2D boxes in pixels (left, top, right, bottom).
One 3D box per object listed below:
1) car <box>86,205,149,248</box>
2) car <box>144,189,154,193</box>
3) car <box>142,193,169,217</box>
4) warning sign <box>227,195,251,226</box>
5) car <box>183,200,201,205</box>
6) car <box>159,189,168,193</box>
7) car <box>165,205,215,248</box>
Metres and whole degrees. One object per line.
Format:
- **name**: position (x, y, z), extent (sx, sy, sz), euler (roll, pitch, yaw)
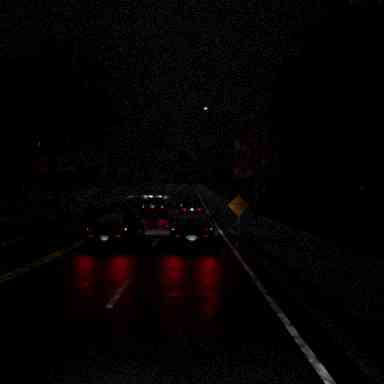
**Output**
- **car**: position (-3.250, 1.531, 14.649), extent (1.812, 1.442, 4.674), euler (0, 0, 0)
- **car**: position (-9.750, -0.038, 75.981), extent (2.033, 1.411, 5.357), euler (0, 2, 0)
- **car**: position (-3.250, 1.245, 29.608), extent (2.097, 1.767, 4.553), euler (0, 1, 0)
- **warning sign**: position (2.842, 1.095, 20.215), extent (1.300, 1.860, 1.060), euler (0, 0, 0)
- **car**: position (0.000, 1.442, 29.641), extent (2.033, 1.411, 5.357), euler (0, 1, 0)
- **car**: position (-6.500, -0.038, 75.981), extent (2.033, 1.411, 5.357), euler (0, 2, 0)
- **car**: position (0.000, 1.531, 14.649), extent (1.812, 1.442, 4.674), euler (0, 0, 0)
